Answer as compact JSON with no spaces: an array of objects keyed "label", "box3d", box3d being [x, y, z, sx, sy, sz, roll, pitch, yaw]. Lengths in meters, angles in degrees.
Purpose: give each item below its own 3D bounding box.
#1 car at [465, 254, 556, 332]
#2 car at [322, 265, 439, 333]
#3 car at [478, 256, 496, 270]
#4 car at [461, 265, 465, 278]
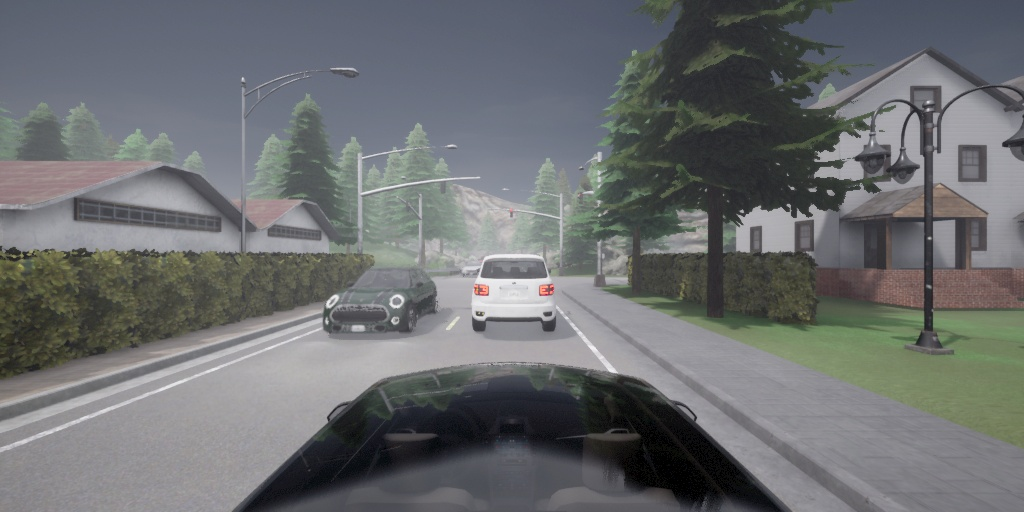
[{"label":"car","box3d":[0.064,0.971,11.048,2.150,2.045,5.566,0,0,0]},{"label":"car","box3d":[-3.600,1.102,10.635,2.097,1.767,4.553,0,0,0]},{"label":"car","box3d":[-3.602,0.973,51.939,2.150,2.045,5.566,0,0,1]},{"label":"car","box3d":[-3.601,1.268,34.019,1.812,1.442,4.674,0,0,0]}]
